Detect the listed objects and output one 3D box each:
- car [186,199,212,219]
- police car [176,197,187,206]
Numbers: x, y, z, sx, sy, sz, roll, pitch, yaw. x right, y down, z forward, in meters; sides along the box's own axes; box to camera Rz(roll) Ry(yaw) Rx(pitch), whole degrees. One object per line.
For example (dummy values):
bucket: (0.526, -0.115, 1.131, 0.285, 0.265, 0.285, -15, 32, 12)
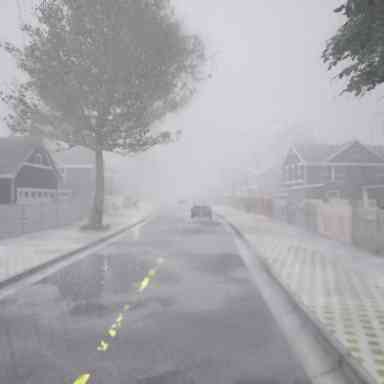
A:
car: (0.775, 1.606, 29.696, 2.128, 1.511, 4.902, 0, 0, 0)
police car: (-1.768, 1.646, 60.650, 1.930, 1.638, 5.238, 0, -1, -8)
